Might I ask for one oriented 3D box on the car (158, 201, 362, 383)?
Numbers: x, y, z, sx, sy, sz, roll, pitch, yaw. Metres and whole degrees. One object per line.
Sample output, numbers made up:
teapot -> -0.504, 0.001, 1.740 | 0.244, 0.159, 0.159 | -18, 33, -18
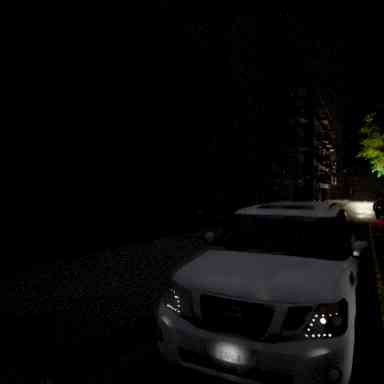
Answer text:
car -> 1.637, 1.221, 5.682 | 2.150, 2.045, 5.566 | 0, 0, 27

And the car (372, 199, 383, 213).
car -> 22.011, 1.578, 38.360 | 1.994, 1.385, 4.181 | 0, 0, 27

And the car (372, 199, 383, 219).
car -> 17.259, 1.361, 29.164 | 2.097, 1.767, 4.553 | 0, 0, 27
